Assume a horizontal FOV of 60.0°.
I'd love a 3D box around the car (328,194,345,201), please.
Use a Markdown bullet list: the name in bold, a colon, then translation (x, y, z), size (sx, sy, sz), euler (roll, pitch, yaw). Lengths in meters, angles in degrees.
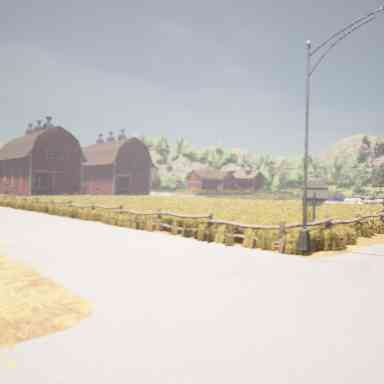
- **car**: translation (37.355, 1.541, 86.418), size (2.242, 1.667, 4.611), euler (1, 1, -44)
